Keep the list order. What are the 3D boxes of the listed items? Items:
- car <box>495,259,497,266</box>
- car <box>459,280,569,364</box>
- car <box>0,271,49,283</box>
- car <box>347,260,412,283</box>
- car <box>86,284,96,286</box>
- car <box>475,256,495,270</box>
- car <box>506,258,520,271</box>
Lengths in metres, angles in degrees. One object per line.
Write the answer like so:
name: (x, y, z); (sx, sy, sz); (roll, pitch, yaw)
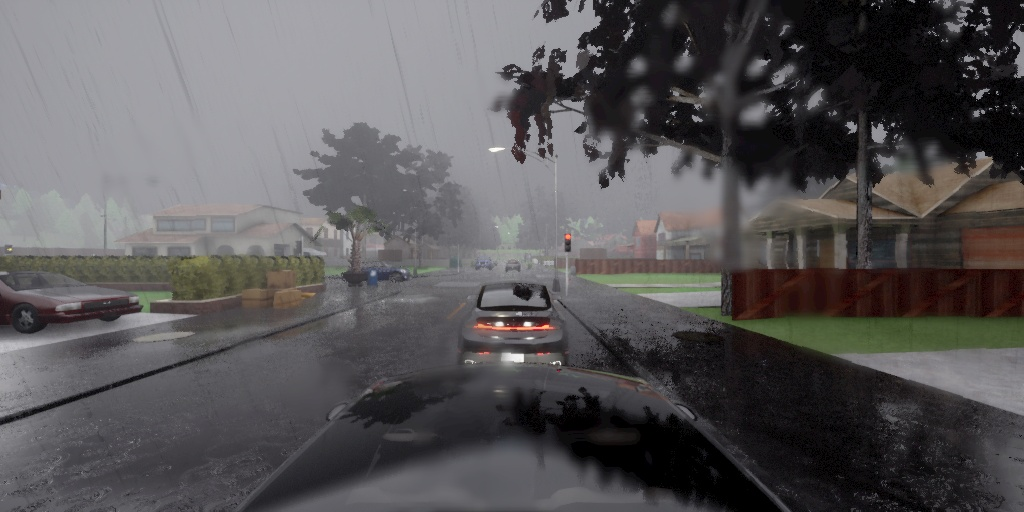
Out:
car: (-4.024, 1.241, 62.308); (2.128, 1.511, 4.902); (0, 0, 0)
car: (0.047, 1.255, 7.654); (1.837, 1.490, 4.892); (0, 0, 1)
car: (-43.850, 1.242, 30.851); (4.902, 1.511, 2.128); (0, 0, 0)
car: (-9.927, 1.101, 26.944); (4.553, 1.767, 2.097); (0, 0, -5)
car: (-28.039, 1.101, 26.722); (4.553, 1.767, 2.097); (0, 0, 0)
car: (-4.059, 0.971, 52.258); (2.150, 2.045, 5.566); (0, 0, 0)
car: (0.120, 1.241, 48.190); (2.128, 1.511, 4.902); (0, 0, 0)
